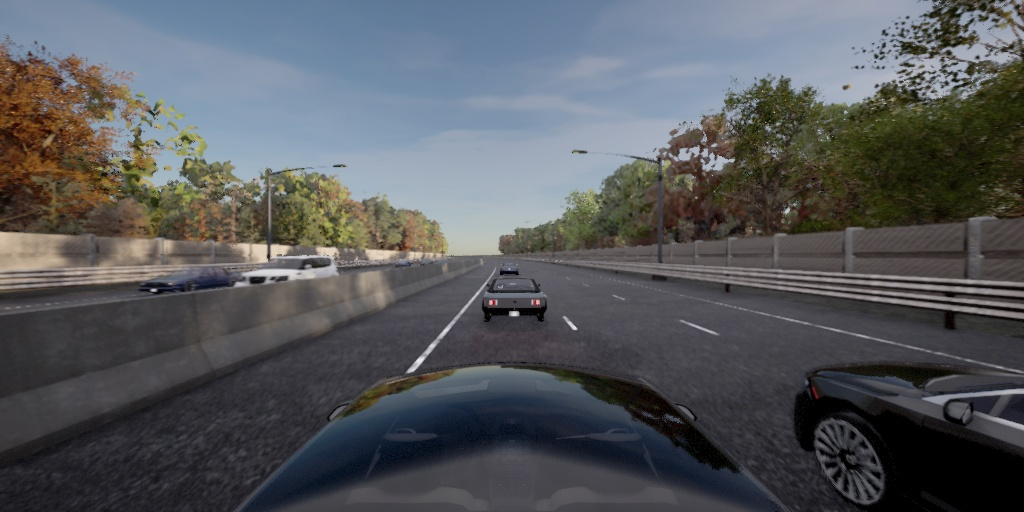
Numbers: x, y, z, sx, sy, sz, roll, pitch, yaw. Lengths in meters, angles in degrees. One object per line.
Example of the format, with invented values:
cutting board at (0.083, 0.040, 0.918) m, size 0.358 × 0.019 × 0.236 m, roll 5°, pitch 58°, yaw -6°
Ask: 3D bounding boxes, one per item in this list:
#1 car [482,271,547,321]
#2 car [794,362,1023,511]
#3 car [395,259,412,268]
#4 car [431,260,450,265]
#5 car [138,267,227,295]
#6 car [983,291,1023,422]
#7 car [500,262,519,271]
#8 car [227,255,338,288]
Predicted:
car at (0.057, 1.355, 12.421) m, size 1.895 × 1.301 × 4.718 m, roll 0°, pitch 0°, yaw 0°
car at (3.592, 1.241, 1.411) m, size 2.128 × 1.511 × 4.902 m, roll 0°, pitch 0°, yaw 0°
car at (-18.565, 1.293, 61.629) m, size 1.812 × 1.442 × 4.674 m, roll 0°, pitch 0°, yaw -1°
car at (-11.515, 1.317, 60.018) m, size 2.033 × 1.411 × 5.357 m, roll 0°, pitch 0°, yaw -1°
car at (-17.711, 1.307, 20.358) m, size 2.033 × 1.411 × 5.357 m, roll 0°, pitch 0°, yaw -1°
car at (7.092, 1.226, 2.180) m, size 1.882 × 1.535 × 5.008 m, roll 0°, pitch 0°, yaw 0°
car at (-0.316, 1.329, 39.118) m, size 1.994 × 1.385 × 4.181 m, roll 0°, pitch 0°, yaw -1°
car at (-10.684, 0.979, 17.657) m, size 2.150 × 2.045 × 5.566 m, roll 0°, pitch 0°, yaw -1°
